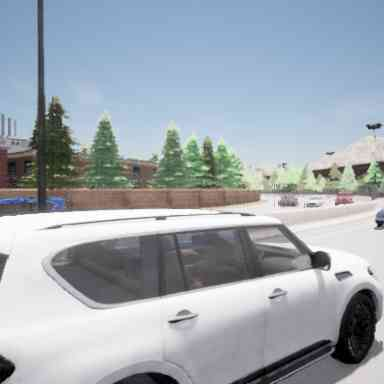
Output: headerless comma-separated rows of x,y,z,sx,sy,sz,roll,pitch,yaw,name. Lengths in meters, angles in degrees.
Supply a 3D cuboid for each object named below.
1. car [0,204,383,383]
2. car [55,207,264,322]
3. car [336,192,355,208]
0.130,1.216,4.047,5.566,2.045,2.150,0,0,-37,car
-0.594,1.345,7.964,4.553,1.767,2.097,0,0,-38,car
21.161,1.003,45.811,2.150,2.045,5.566,0,0,27,car
